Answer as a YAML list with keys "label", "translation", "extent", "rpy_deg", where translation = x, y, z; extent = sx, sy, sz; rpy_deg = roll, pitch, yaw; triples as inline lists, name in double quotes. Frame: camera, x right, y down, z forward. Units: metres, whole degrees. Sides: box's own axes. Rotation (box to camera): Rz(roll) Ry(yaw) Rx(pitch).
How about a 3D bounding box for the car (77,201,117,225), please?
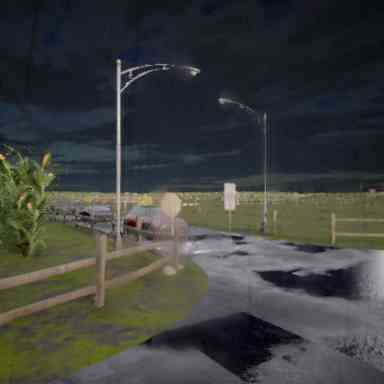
- label: "car"
  translation: [-7.515, 1.759, 26.906]
  extent: [1.882, 1.535, 5.008]
  rpy_deg: [0, -1, -32]

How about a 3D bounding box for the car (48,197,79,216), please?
- label: "car"
  translation: [-15.023, 1.607, 38.651]
  extent: [2.150, 2.045, 5.566]
  rpy_deg: [0, -1, -32]

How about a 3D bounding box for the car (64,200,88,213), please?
- label: "car"
  translation: [-15.920, 1.935, 45.482]
  extent: [2.128, 1.511, 4.902]
  rpy_deg: [0, -1, -33]

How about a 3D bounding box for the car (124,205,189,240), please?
- label: "car"
  translation: [-2.061, 1.557, 18.392]
  extent: [2.097, 1.767, 4.553]
  rpy_deg: [0, -1, -33]

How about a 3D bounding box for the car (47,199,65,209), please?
- label: "car"
  translation: [-23.438, 2.024, 57.209]
  extent: [1.882, 1.535, 5.008]
  rpy_deg: [0, -1, -33]
